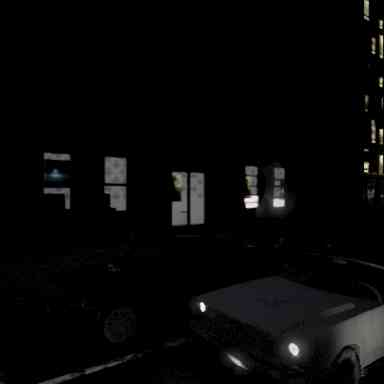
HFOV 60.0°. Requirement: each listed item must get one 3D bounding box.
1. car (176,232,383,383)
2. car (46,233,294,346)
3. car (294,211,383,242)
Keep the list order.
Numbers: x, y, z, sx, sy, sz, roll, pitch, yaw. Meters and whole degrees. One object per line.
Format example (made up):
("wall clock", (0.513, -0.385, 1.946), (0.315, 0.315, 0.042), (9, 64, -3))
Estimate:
("car", (2.299, 1.580, 5.019), (4.718, 1.301, 1.895), (0, 0, -35))
("car", (-0.331, 1.530, 6.320), (4.507, 1.381, 1.887), (0, 0, -36))
("car", (4.179, 1.401, 9.537), (4.097, 1.590, 1.967), (0, 0, -36))
